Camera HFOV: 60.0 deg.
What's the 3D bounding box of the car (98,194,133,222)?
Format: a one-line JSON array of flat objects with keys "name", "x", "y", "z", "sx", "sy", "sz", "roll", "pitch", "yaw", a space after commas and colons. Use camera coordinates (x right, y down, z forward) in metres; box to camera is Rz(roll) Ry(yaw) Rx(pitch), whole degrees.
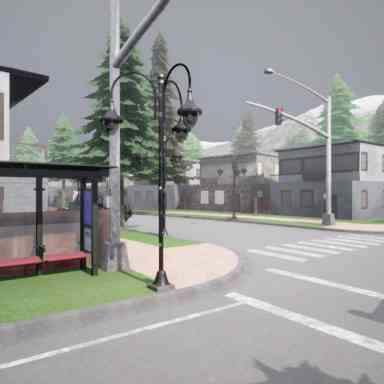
[{"name": "car", "x": -6.957, "y": 1.201, "z": 25.470, "sx": 5.566, "sy": 2.045, "sz": 2.150, "roll": 0, "pitch": 0, "yaw": 40}]
